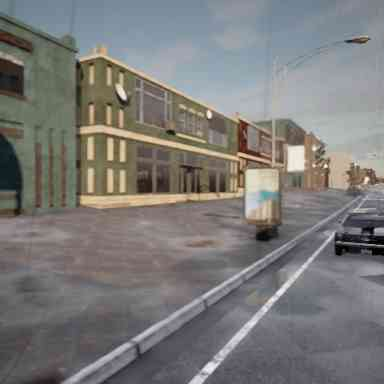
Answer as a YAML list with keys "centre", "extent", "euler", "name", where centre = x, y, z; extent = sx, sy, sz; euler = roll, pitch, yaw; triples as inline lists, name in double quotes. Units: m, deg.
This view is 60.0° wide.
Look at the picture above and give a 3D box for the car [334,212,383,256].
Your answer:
- centre: [6.216, 1.417, 11.723]
  extent: [1.895, 1.301, 4.718]
  euler: [1, 1, 29]
  name: "car"
